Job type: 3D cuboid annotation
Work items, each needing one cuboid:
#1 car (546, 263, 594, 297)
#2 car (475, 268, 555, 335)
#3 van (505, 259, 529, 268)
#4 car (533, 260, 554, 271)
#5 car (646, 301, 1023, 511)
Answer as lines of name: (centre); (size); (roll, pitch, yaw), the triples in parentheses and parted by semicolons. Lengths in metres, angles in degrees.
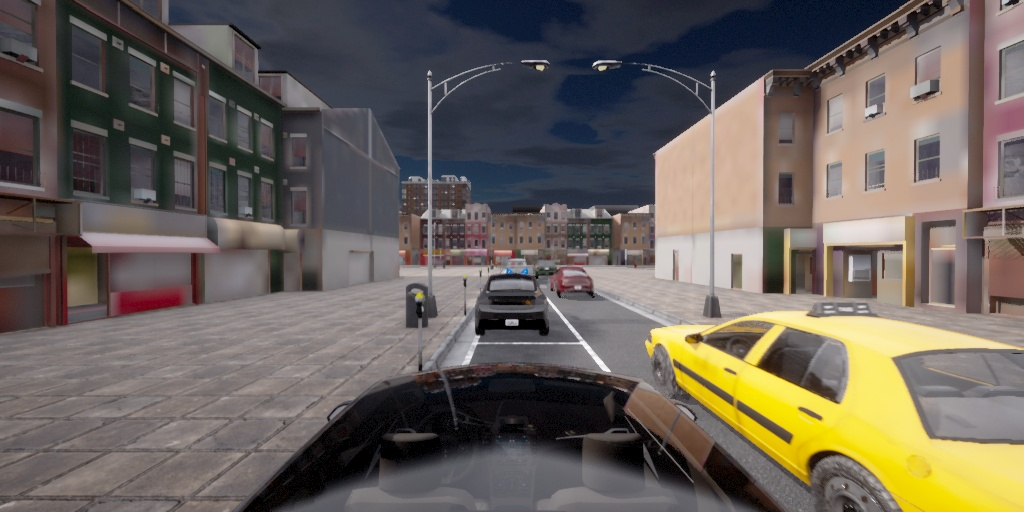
car: (3.045, 1.276, 18.729); (1.812, 1.442, 4.674); (0, 0, 0)
car: (0.000, 1.253, 10.501); (1.837, 1.490, 4.892); (0, 0, 0)
van: (0.382, 1.095, 27.349); (1.690, 1.789, 3.998); (0, 0, 0)
car: (3.043, 1.109, 33.245); (2.097, 1.767, 4.553); (0, 0, 0)
car: (3.021, 1.205, 3.574); (1.801, 1.575, 5.366); (0, 0, 0)
